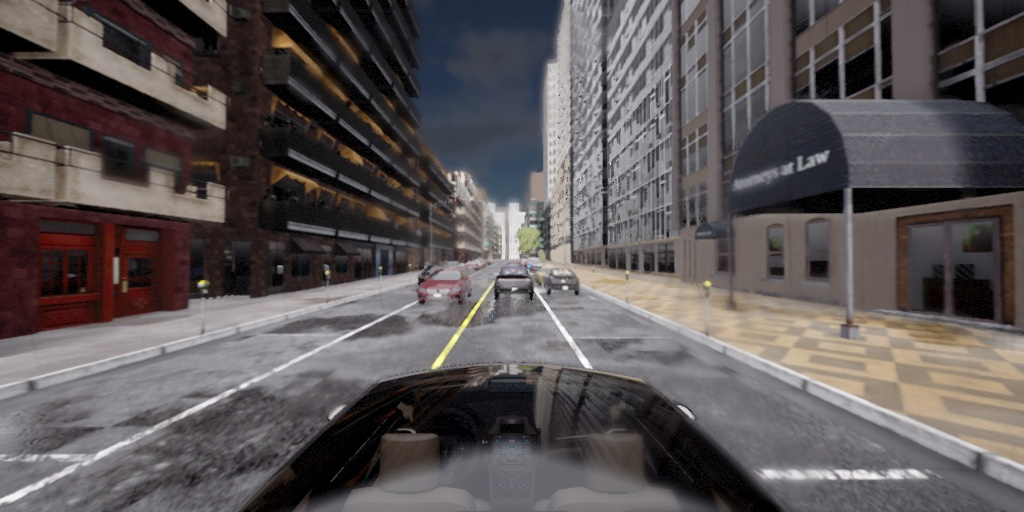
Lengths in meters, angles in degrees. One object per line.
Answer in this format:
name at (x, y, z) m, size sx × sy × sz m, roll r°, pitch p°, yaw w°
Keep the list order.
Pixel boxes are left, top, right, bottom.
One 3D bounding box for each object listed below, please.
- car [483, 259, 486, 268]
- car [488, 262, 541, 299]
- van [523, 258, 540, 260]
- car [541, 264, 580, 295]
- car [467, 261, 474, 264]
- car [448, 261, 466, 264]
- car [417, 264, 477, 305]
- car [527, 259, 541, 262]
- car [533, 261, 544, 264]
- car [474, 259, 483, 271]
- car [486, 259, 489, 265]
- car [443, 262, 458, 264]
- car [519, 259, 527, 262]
car at (-5.328, 1.272, 53.368) m, size 1.751 × 1.417 × 4.829 m, roll 0°, pitch 0°, yaw 0°
car at (0.092, 1.240, 17.890) m, size 2.128 × 1.511 × 4.902 m, roll 0°, pitch 0°, yaw 0°
van at (2.556, 1.087, 42.083) m, size 1.690 × 1.789 × 3.998 m, roll 0°, pitch 0°, yaw 0°
car at (2.561, 1.298, 19.474) m, size 2.007 × 1.370 × 4.403 m, roll 0°, pitch 0°, yaw 0°
car at (-5.324, 1.328, 36.598) m, size 1.802 × 1.307 × 4.207 m, roll 0°, pitch 0°, yaw 0°
car at (-5.322, 1.187, 30.952) m, size 1.967 × 1.591 × 4.097 m, roll 0°, pitch 0°, yaw 0°
car at (-2.866, 1.274, 16.172) m, size 1.812 × 1.442 × 4.674 m, roll 0°, pitch 0°, yaw 0°
car at (2.557, 1.297, 36.431) m, size 2.007 × 1.370 × 4.403 m, roll 0°, pitch 0°, yaw 0°
car at (2.560, 1.273, 25.296) m, size 1.751 × 1.417 × 4.829 m, roll 0°, pitch 0°, yaw 0°
car at (-5.326, 1.328, 47.891) m, size 1.802 × 1.307 × 4.207 m, roll 0°, pitch 0°, yaw 0°
car at (-5.329, 1.187, 59.184) m, size 1.967 × 1.591 × 4.097 m, roll 0°, pitch 0°, yaw 0°
car at (-5.321, 1.313, 25.305) m, size 1.948 × 1.339 × 4.313 m, roll 0°, pitch 0°, yaw 0°
car at (0.083, 1.294, 33.133) m, size 2.033 × 1.411 × 5.357 m, roll 0°, pitch 0°, yaw 0°
